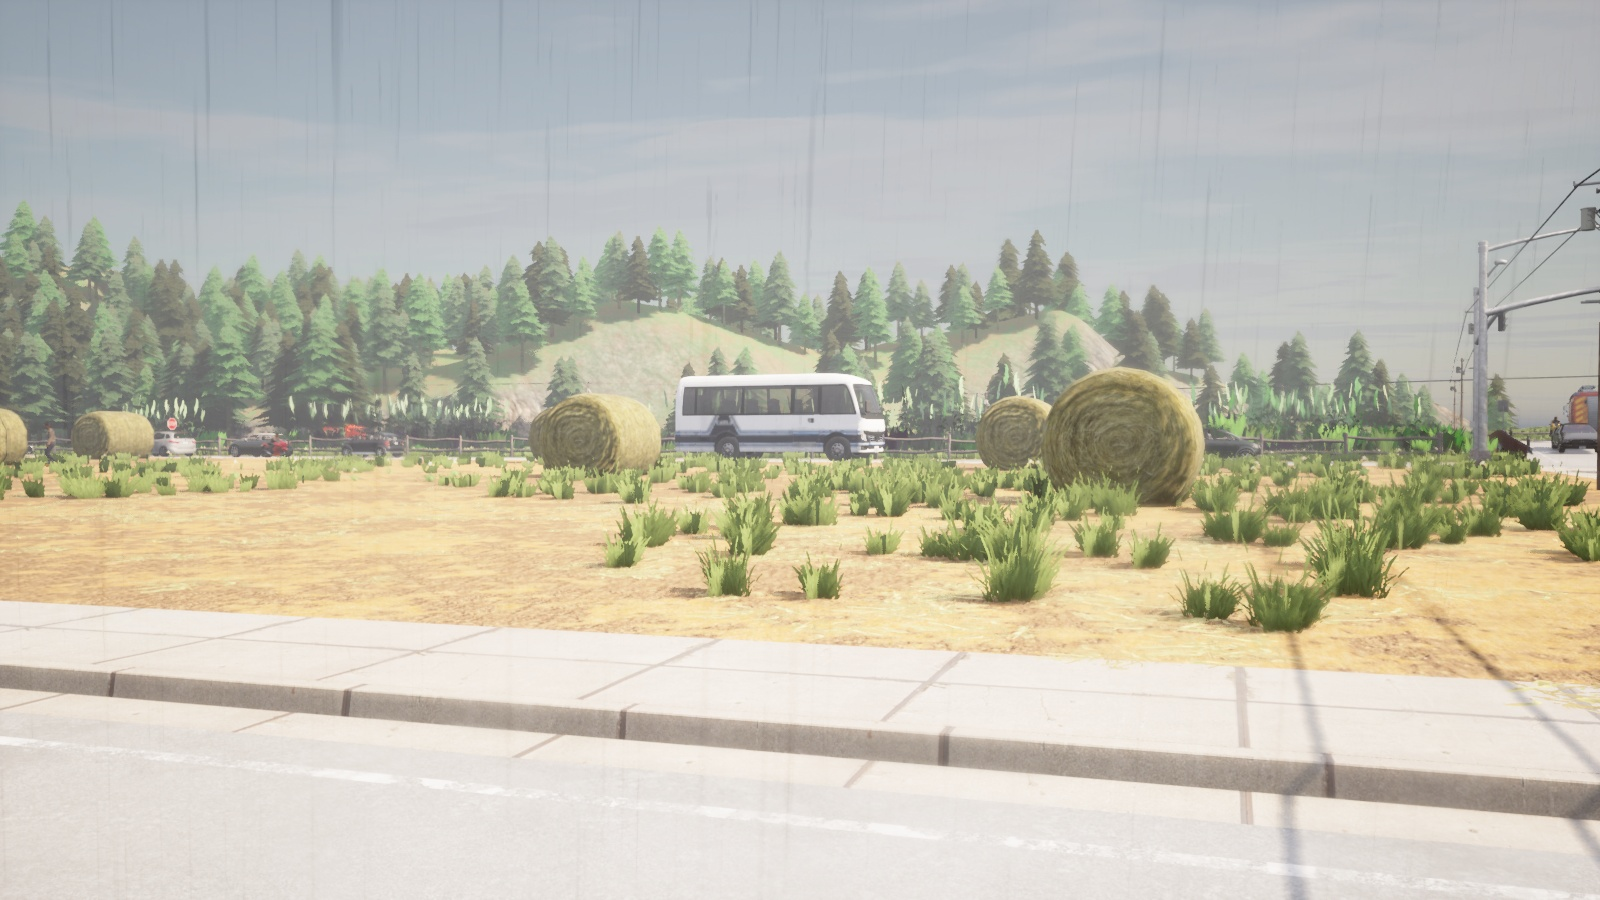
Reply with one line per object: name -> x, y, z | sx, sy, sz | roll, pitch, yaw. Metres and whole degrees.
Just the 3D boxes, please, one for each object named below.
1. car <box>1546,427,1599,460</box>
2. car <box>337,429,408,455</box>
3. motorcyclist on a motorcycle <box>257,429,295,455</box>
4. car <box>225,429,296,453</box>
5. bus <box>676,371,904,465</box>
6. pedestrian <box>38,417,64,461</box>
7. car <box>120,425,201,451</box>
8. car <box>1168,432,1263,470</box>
car -> 39.484, -0.370, 63.938 | 2.033, 1.411, 5.357 | 1, 4, 25
car -> -25.415, -0.488, 74.650 | 3.705, 1.549, 1.789 | 1, 1, 22
motorcyclist on a motorcycle -> -30.419, -0.476, 72.928 | 2.044, 1.523, 0.797 | 1, 1, 22
car -> -33.513, -0.584, 77.991 | 3.806, 1.475, 1.970 | 1, 1, 22
bus -> -0.484, -1.527, 60.558 | 10.273, 4.253, 3.944 | 1, 1, 22
pedestrian -> -30.867, -0.466, 51.754 | 0.869, 1.805, 0.328 | 0, 1, -27
car -> -41.348, -0.786, 81.220 | 4.611, 1.667, 2.242 | 1, 1, 23
car -> 17.589, 0.013, 53.122 | 3.705, 1.549, 1.789 | 1, 1, 23
